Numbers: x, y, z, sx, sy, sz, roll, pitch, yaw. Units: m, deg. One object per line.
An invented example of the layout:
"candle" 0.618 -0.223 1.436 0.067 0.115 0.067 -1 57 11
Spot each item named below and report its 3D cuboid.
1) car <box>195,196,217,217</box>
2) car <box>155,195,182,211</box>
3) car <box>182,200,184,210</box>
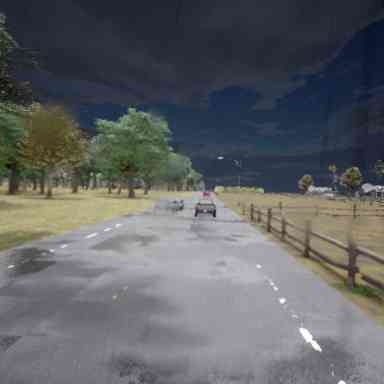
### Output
"car" 1.286 1.429 31.000 2.128 1.511 4.902 2 0 3
"car" -2.251 1.048 30.021 1.812 1.442 4.674 2 0 3
"car" -1.893 1.290 38.211 1.812 1.442 4.674 2 0 3
